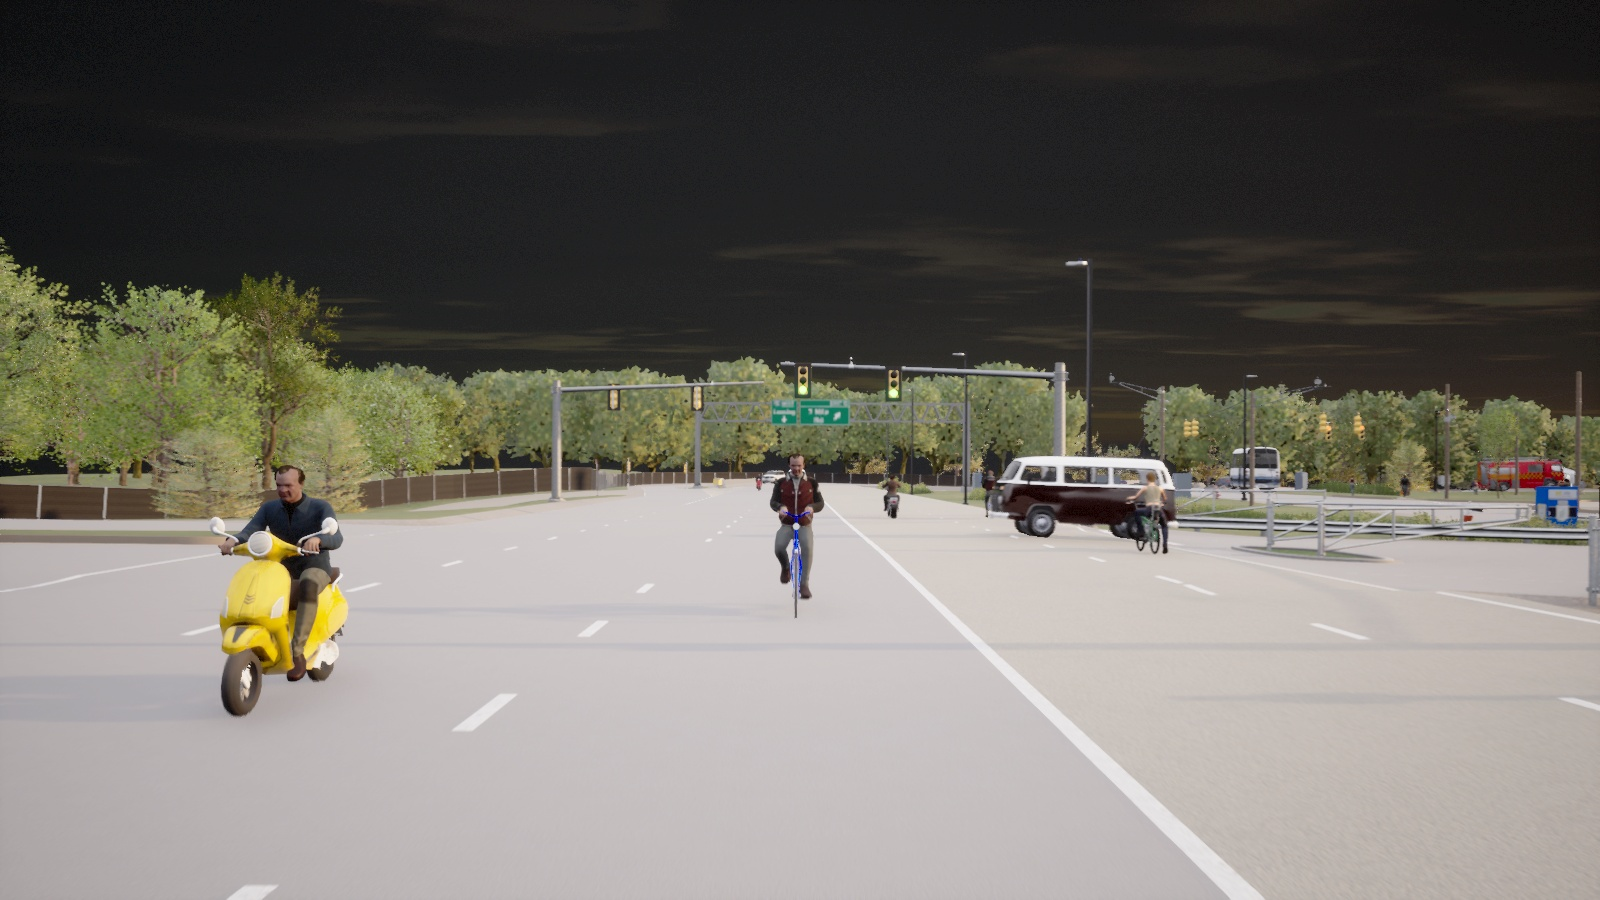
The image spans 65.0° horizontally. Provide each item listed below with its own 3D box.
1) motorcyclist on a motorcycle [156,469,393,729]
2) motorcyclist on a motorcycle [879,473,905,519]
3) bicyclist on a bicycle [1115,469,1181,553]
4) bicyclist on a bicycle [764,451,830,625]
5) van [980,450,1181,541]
[{"bbox_3d":[-3.521,0.926,8.624,0.866,1.590,1.817,0,-1,0],"label":"motorcyclist on a motorcycle"},{"bbox_3d":[3.389,1.673,46.353,0.766,1.649,2.350,0,-1,0],"label":"motorcyclist on a motorcycle"},{"bbox_3d":[6.979,1.202,25.255,0.866,1.612,1.509,2,-1,-1],"label":"bicyclist on a bicycle"},{"bbox_3d":[-0.034,0.916,13.768,0.659,1.776,1.843,0,-1,0],"label":"bicyclist on a bicycle"},{"bbox_3d":[6.942,1.123,31.430,4.480,2.038,2.069,2,-1,-2],"label":"van"}]
